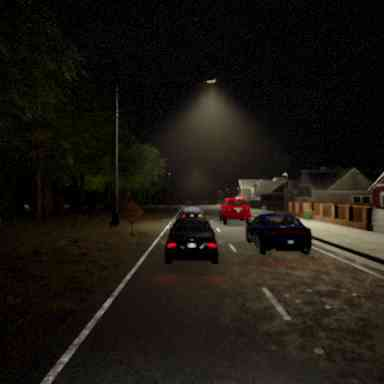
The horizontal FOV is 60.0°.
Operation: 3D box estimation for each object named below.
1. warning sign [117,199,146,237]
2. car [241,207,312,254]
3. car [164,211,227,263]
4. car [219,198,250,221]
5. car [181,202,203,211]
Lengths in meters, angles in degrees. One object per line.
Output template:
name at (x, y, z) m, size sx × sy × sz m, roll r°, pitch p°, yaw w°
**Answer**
warning sign at (-3.064, 1.297, 16.927) m, size 1.300 × 1.860 × 1.060 m, roll 0°, pitch -1°, yaw 0°
car at (3.519, 1.630, 14.243) m, size 1.882 × 1.535 × 5.008 m, roll 0°, pitch 0°, yaw 1°
car at (0.000, 1.682, 12.520) m, size 2.033 × 1.411 × 5.357 m, roll 0°, pitch -1°, yaw 0°
car at (3.491, 1.520, 27.576) m, size 2.150 × 2.045 × 5.566 m, roll 0°, pitch 0°, yaw 0°
car at (-0.008, 1.843, 27.542) m, size 2.033 × 1.411 × 5.357 m, roll 0°, pitch -1°, yaw 0°
